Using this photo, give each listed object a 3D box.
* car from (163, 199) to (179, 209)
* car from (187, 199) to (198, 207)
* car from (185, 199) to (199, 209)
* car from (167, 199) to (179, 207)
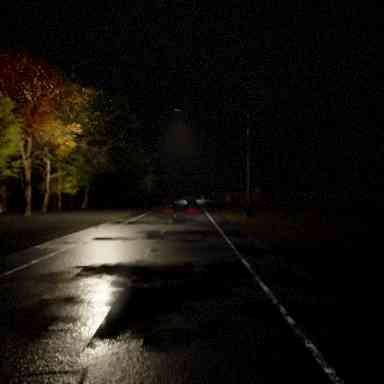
[{"bbox_3d":[-3.490,1.859,51.976,1.837,1.490,4.892,0,0,0],"label":"car"},{"bbox_3d":[0.010,1.986,62.397,1.994,1.385,4.181,0,0,0],"label":"car"},{"bbox_3d":[0.010,1.862,52.358,1.837,1.490,4.892,0,0,0],"label":"car"},{"bbox_3d":[-3.489,1.974,62.399,2.033,1.411,5.357,0,0,0],"label":"car"}]
